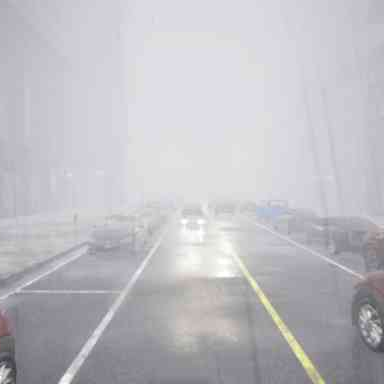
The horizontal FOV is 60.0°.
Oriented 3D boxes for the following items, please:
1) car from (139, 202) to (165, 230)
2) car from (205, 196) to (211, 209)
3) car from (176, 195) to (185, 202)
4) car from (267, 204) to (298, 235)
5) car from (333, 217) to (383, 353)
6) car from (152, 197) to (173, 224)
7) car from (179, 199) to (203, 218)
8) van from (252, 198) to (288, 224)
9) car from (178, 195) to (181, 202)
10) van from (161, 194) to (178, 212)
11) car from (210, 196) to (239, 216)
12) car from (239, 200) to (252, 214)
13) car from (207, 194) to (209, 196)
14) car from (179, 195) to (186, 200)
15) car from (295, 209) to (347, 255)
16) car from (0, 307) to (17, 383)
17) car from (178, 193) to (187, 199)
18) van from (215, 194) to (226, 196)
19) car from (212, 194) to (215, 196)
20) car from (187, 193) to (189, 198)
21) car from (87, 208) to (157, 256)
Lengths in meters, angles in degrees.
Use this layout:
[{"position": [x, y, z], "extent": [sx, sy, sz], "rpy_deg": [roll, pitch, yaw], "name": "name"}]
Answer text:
[{"position": [-2.731, 1.507, 18.453], "extent": [1.752, 1.417, 4.829], "rpy_deg": [0, 0, 0], "name": "car"}, {"position": [3.092, 1.544, 44.678], "extent": [1.994, 1.385, 4.181], "rpy_deg": [0, 0, 0], "name": "car"}, {"position": [-2.622, 1.507, 74.985], "extent": [1.887, 1.381, 4.507], "rpy_deg": [0, 0, 0], "name": "car"}, {"position": [5.794, 1.567, 18.618], "extent": [1.947, 1.339, 4.313], "rpy_deg": [0, 0, 0], "name": "car"}, {"position": [3.651, 1.358, 3.388], "extent": [2.097, 1.767, 4.553], "rpy_deg": [0, 0, -5], "name": "car"}, {"position": [-2.719, 1.419, 24.259], "extent": [1.967, 1.590, 4.097], "rpy_deg": [0, 0, 0], "name": "car"}, {"position": [0.052, 1.582, 30.484], "extent": [1.895, 1.301, 4.718], "rpy_deg": [0, 0, 0], "name": "car"}, {"position": [5.806, 1.339, 24.254], "extent": [1.690, 1.788, 3.998], "rpy_deg": [0, 0, 0], "name": "van"}, {"position": [-2.687, 1.494, 40.998], "extent": [1.752, 1.417, 4.829], "rpy_deg": [0, 0, 0], "name": "car"}, {"position": [-2.697, 1.313, 35.532], "extent": [1.690, 1.788, 3.998], "rpy_deg": [0, 0, 0], "name": "van"}, {"position": [3.139, 1.464, 33.005], "extent": [1.882, 1.535, 5.008], "rpy_deg": [0, 0, 0], "name": "car"}, {"position": [5.827, 1.557, 35.528], "extent": [1.947, 1.339, 4.313], "rpy_deg": [0, 0, 0], "name": "car"}, {"position": [5.935, 1.428, 91.893], "extent": [1.967, 1.590, 4.097], "rpy_deg": [0, 0, 0], "name": "car"}, {"position": [-2.590, 1.550, 91.894], "extent": [1.802, 1.307, 4.206], "rpy_deg": [0, 0, 0], "name": "car"}, {"position": [5.783, 1.571, 12.981], "extent": [1.947, 1.339, 4.313], "rpy_deg": [0, 0, 0], "name": "car"}, {"position": [-2.763, 1.433, 1.714], "extent": [1.967, 1.590, 4.097], "rpy_deg": [0, 0, 0], "name": "car"}, {"position": [-2.643, 1.277, 63.713], "extent": [2.192, 1.841, 5.009], "rpy_deg": [0, 0, 0], "name": "car"}, {"position": [5.882, 1.322, 63.712], "extent": [1.690, 1.788, 3.998], "rpy_deg": [0, 0, 0], "name": "van"}, {"position": [5.893, 1.296, 69.348], "extent": [2.192, 1.841, 5.009], "rpy_deg": [0, 0, 0], "name": "car"}, {"position": [-2.601, 1.517, 86.257], "extent": [2.008, 1.369, 4.403], "rpy_deg": [0, 0, 0], "name": "car"}, {"position": [-2.741, 1.536, 12.986], "extent": [2.008, 1.369, 4.403], "rpy_deg": [0, 0, 0], "name": "car"}]
